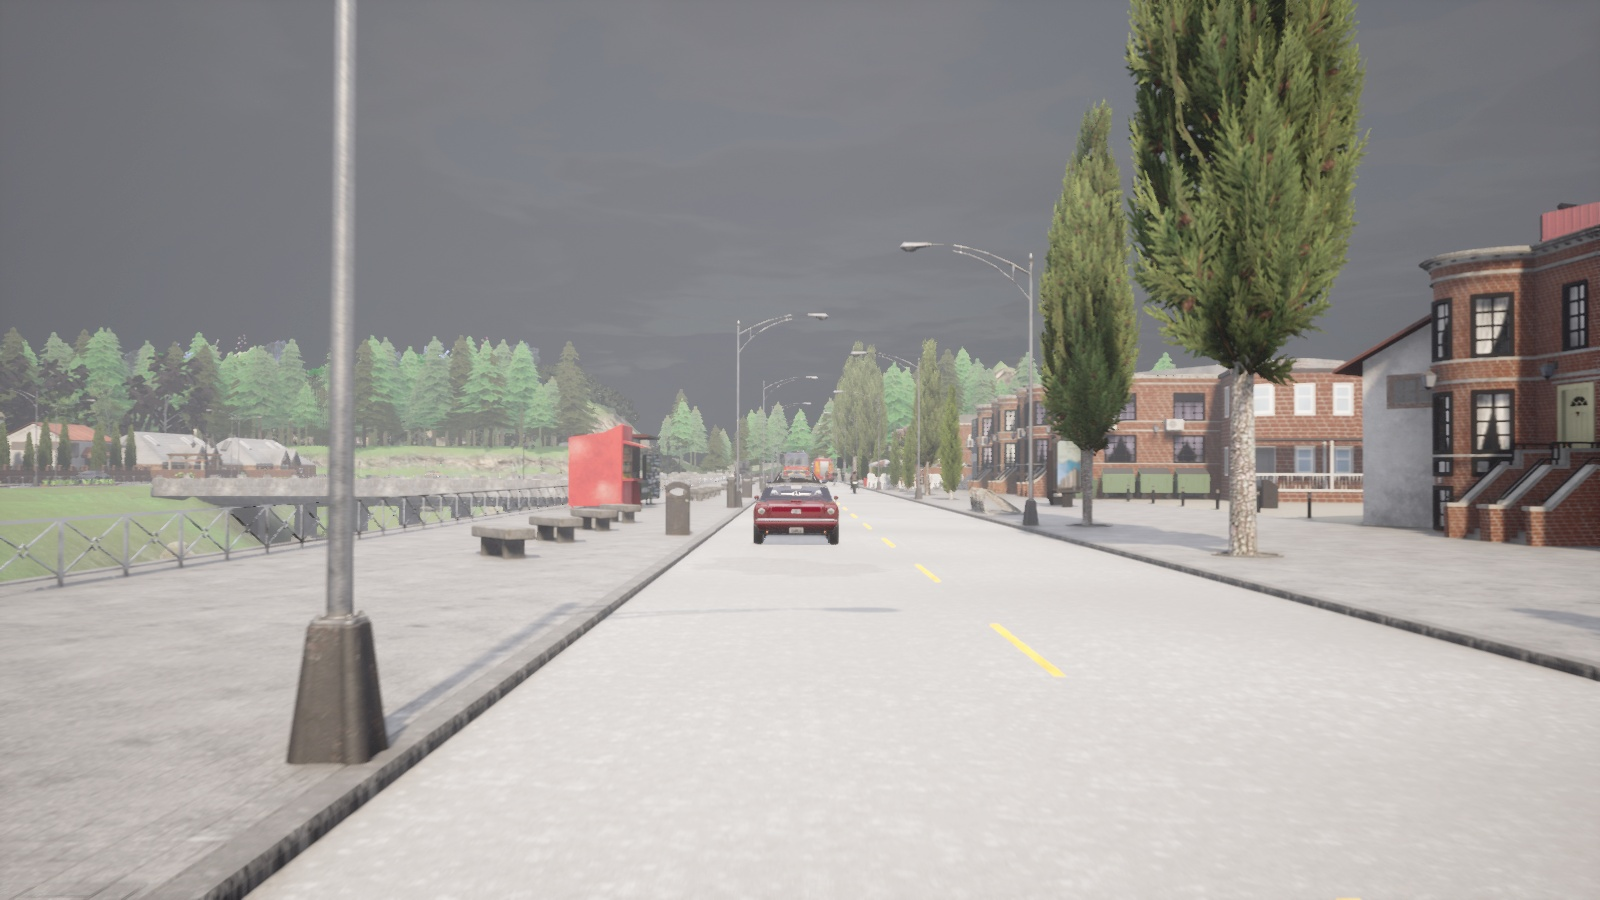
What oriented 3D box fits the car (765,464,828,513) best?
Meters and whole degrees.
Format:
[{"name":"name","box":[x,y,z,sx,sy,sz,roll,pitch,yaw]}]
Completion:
[{"name":"car","box":[-0.118,1.354,45.434,2.152,1.651,5.027,0,-1,0]}]

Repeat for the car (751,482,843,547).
[{"name":"car","box":[-0.073,1.388,28.244,1.895,1.301,4.718,0,-1,0]}]
